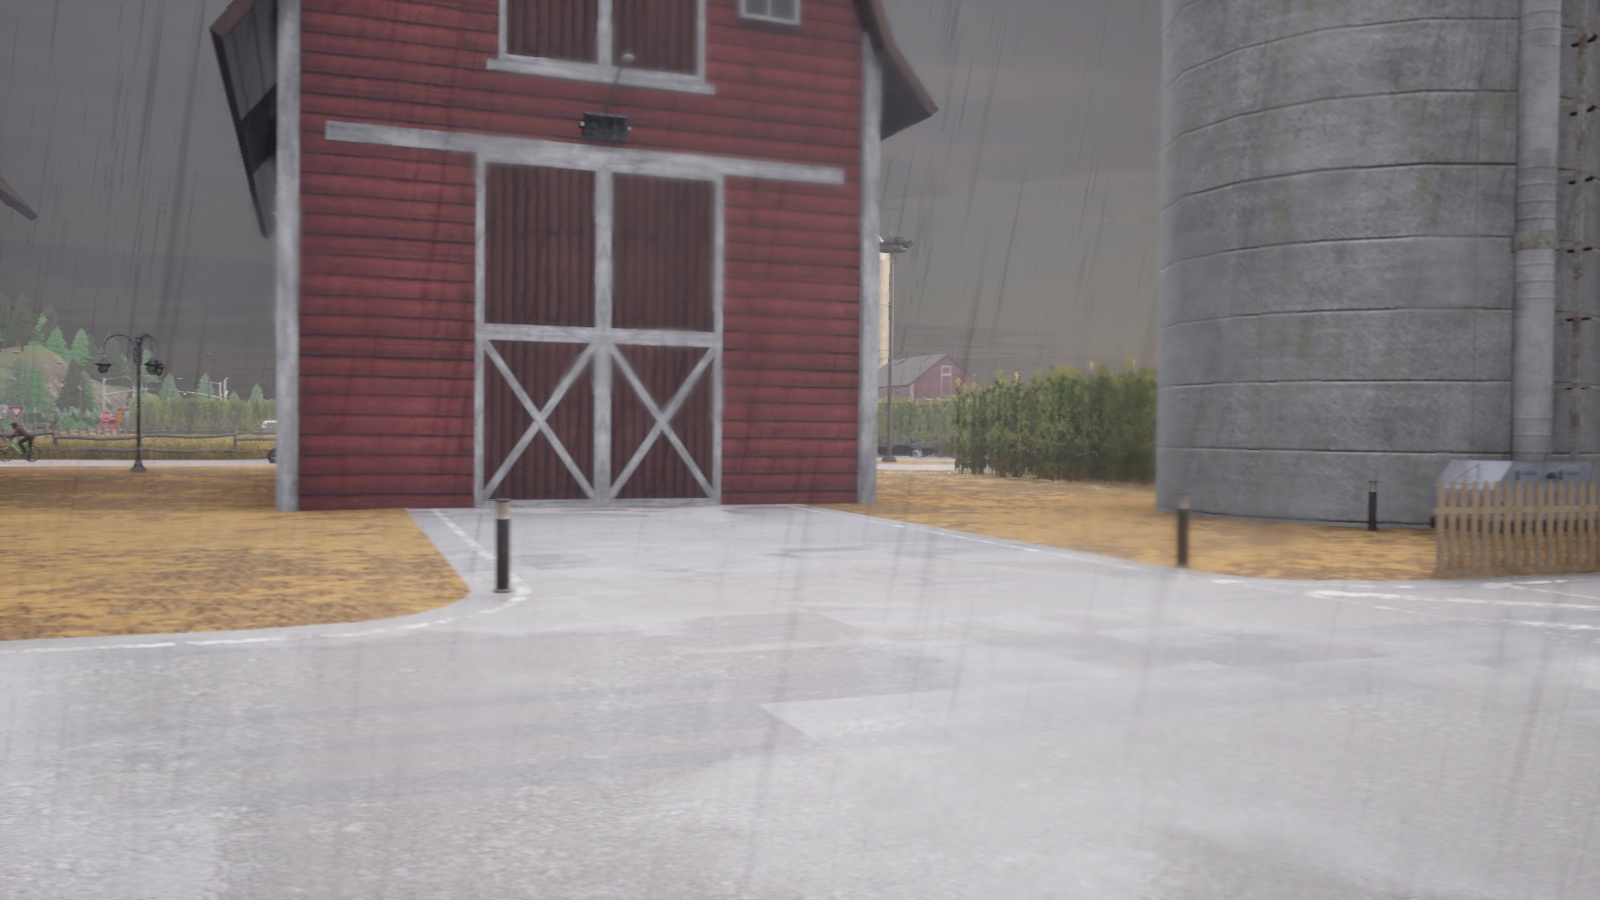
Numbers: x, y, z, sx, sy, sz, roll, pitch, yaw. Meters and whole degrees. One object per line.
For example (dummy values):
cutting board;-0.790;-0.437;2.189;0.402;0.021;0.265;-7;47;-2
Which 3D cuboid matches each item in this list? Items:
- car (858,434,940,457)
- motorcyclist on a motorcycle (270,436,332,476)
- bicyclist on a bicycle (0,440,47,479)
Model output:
car;6.072;-0.282;77.084;4.718;1.301;1.895;0;1;17
motorcyclist on a motorcycle;-21.063;0.253;53.028;2.350;1.649;0.766;-1;1;-24
bicyclist on a bicycle;-32.429;0.390;52.319;1.656;1.620;0.582;-1;1;-11
